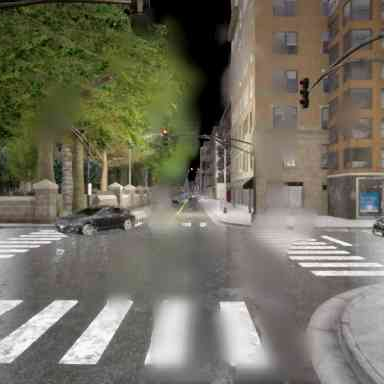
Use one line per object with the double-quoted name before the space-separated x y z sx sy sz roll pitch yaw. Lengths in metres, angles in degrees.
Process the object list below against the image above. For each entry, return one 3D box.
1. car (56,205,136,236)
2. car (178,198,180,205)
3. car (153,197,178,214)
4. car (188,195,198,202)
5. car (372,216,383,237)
"car" -5.164 1.502 18.518 1.837 1.490 4.892 3 1 31
"car" -2.947 1.532 55.410 1.895 1.301 4.718 0 0 0
"car" -3.017 1.462 35.662 2.128 1.511 4.902 0 0 0
"car" 0.205 1.425 70.737 1.812 1.442 4.674 0 0 0
"car" 11.004 1.366 15.548 4.553 1.767 2.097 0 0 0
